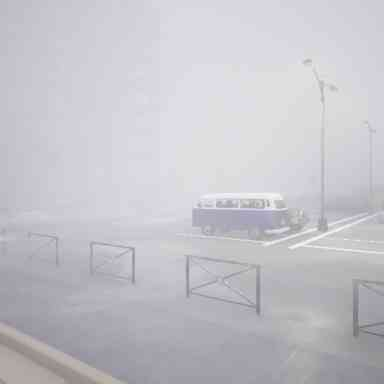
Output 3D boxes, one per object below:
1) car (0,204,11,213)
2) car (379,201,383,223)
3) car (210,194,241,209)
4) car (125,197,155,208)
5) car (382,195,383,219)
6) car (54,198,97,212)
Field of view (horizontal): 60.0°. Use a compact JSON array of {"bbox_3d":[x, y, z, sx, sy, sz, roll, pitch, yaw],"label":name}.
[{"bbox_3d":[-19.401,1.492,29.937,2.033,1.411,5.357,0,0,36],"label":"car"},{"bbox_3d":[14.023,1.395,20.929,3.806,1.475,1.970,0,0,36],"label":"car"},{"bbox_3d":[5.297,1.449,51.938,1.837,1.490,4.892,0,0,36],"label":"car"},{"bbox_3d":[-7.266,1.436,46.784,2.128,1.511,4.902,0,0,36],"label":"car"},{"bbox_3d":[17.273,1.153,25.464,4.605,1.855,1.932,0,0,36],"label":"car"},{"bbox_3d":[-13.342,1.422,38.352,1.882,1.535,5.008,0,0,36],"label":"car"}]
